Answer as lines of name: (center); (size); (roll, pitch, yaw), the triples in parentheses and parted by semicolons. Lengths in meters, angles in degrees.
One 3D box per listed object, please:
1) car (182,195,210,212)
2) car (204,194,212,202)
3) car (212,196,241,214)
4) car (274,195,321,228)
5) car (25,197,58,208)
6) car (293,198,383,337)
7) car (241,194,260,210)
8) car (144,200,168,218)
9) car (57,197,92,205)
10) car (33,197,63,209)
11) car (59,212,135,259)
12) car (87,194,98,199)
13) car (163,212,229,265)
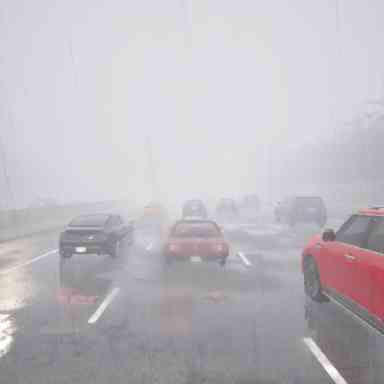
car: (0.204, 1.378, 29.155); (2.097, 1.767, 4.553); (0, 0, 0)
car: (4.041, 1.625, 70.379); (1.994, 1.385, 4.181); (0, 0, 1)
car: (3.650, 1.388, 35.678); (2.097, 1.767, 4.553); (0, 0, 0)
car: (7.147, 1.238, 22.368); (2.150, 2.045, 5.566); (0, 0, 1)
car: (-17.410, 1.389, 38.710); (2.097, 1.767, 4.553); (0, 0, 1)
car: (3.506, 1.222, 5.078); (2.150, 2.045, 5.566); (0, 0, 0)
car: (7.310, 1.266, 42.743); (2.150, 2.045, 5.566); (0, 0, 1)
car: (-3.284, 1.506, 30.912); (1.882, 1.535, 5.008); (0, 0, 0)
car: (-13.901, 1.603, 39.591); (1.994, 1.385, 4.181); (0, 0, 1)
car: (-20.800, 1.539, 48.349); (2.128, 1.511, 4.902); (0, 0, 1)
car: (-3.375, 1.509, 12.545); (1.837, 1.490, 4.892); (0, 0, 0)
car: (-23.820, 1.161, 79.482); (1.882, 1.535, 5.008); (0, 0, 1)
car: (0.121, 1.604, 11.595); (1.895, 1.301, 4.718); (0, 0, 0)
